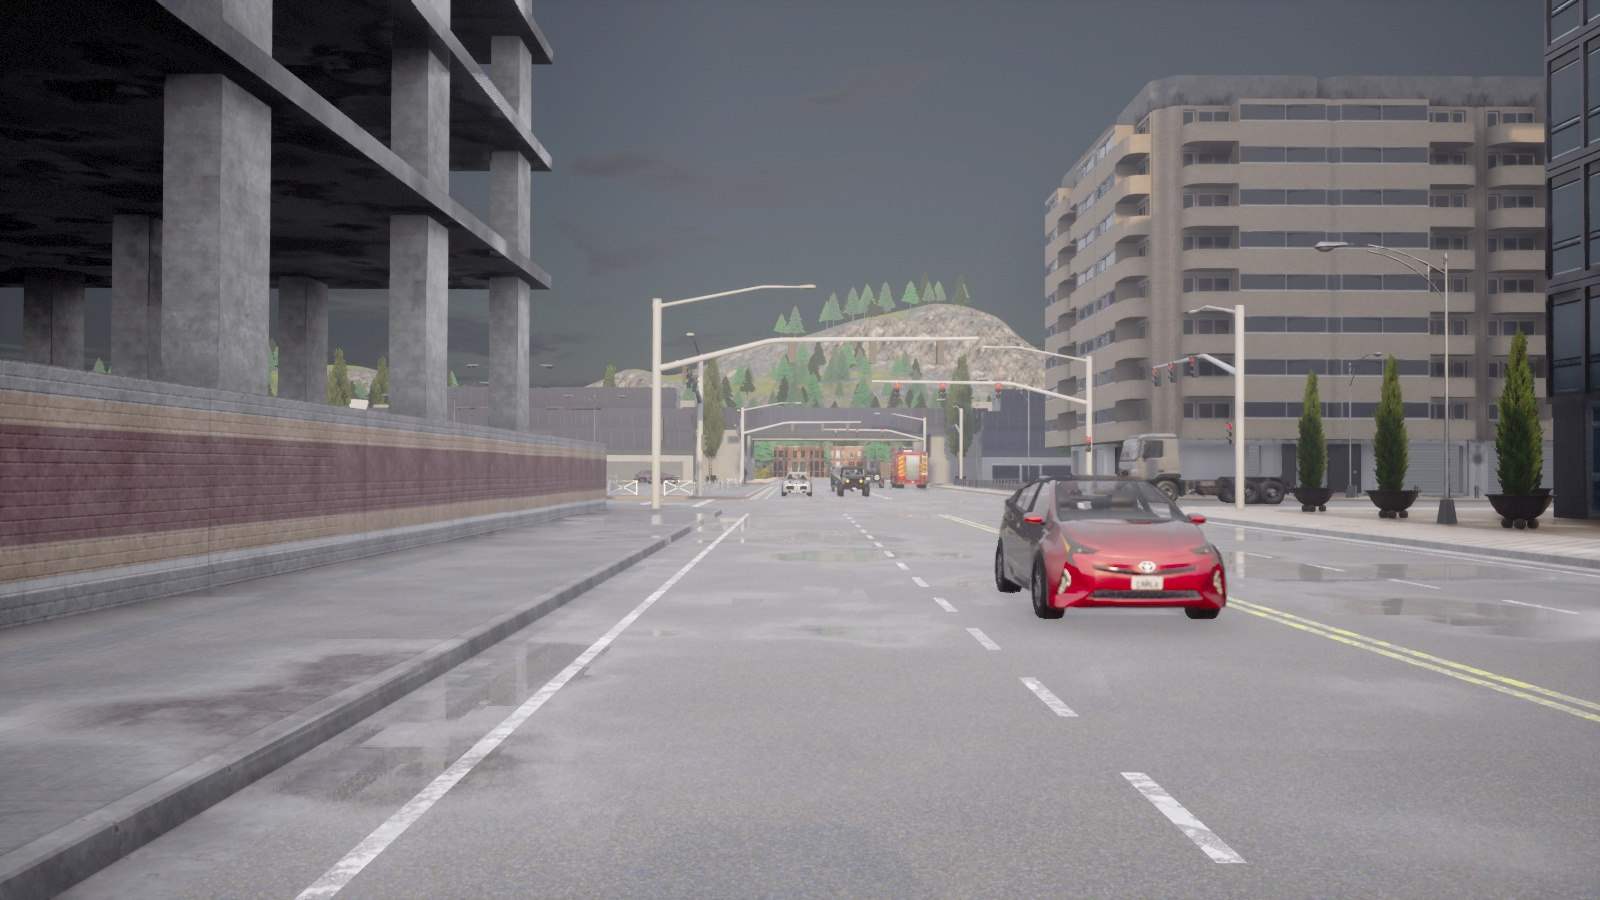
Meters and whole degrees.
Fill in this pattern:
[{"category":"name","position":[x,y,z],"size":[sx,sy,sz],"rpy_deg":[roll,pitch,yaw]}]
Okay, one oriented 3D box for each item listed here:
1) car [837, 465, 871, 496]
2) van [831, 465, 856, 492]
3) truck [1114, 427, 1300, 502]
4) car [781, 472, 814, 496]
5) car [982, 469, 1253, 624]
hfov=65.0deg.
[{"category":"car","position":[3.317,1.907,78.188],"size":[1.905,1.878,3.866],"rpy_deg":[0,-1,0]},{"category":"van","position":[3.279,2.150,95.282],"size":[1.775,1.987,4.442],"rpy_deg":[0,-1,0]},{"category":"truck","position":[19.362,0.706,60.032],"size":[7.936,3.462,2.891],"rpy_deg":[0,-1,-1]},{"category":"car","position":[-0.179,2.078,77.432],"size":[1.970,1.475,3.806],"rpy_deg":[0,-1,0]},{"category":"car","position":[3.466,0.994,14.691],"size":[2.007,1.525,4.514],"rpy_deg":[0,-1,0]}]
